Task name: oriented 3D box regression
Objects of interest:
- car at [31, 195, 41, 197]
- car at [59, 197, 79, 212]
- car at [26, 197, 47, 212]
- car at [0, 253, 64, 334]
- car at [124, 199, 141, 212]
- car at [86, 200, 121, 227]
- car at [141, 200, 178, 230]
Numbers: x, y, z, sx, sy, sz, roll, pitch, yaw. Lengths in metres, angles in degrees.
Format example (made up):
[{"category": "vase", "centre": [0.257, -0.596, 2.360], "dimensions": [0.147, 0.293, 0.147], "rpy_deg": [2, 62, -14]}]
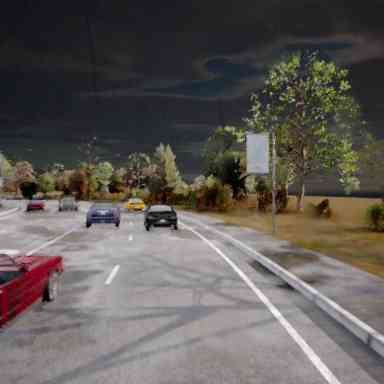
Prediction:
[{"category": "car", "centre": [-34.623, 1.406, 73.624], "dimensions": [1.994, 1.385, 4.181], "rpy_deg": [0, 0, -39]}, {"category": "car", "centre": [-14.325, 1.384, 38.652], "dimensions": [2.097, 1.767, 4.553], "rpy_deg": [0, 0, -20]}, {"category": "car", "centre": [-18.004, 1.638, 38.615], "dimensions": [1.895, 1.301, 4.718], "rpy_deg": [0, 0, -21]}, {"category": "car", "centre": [-3.659, 1.613, 5.263], "dimensions": [1.895, 1.301, 4.718], "rpy_deg": [0, 0, -3]}, {"category": "car", "centre": [-6.805, 1.502, 38.983], "dimensions": [1.882, 1.535, 5.008], "rpy_deg": [0, 0, -19]}, {"category": "car", "centre": [-6.016, 1.371, 22.962], "dimensions": [2.097, 1.767, 4.553], "rpy_deg": [0, 0, -11]}, {"category": "car", "centre": [-2.089, 1.487, 21.213], "dimensions": [1.882, 1.535, 5.008], "rpy_deg": [0, 0, -10]}]
